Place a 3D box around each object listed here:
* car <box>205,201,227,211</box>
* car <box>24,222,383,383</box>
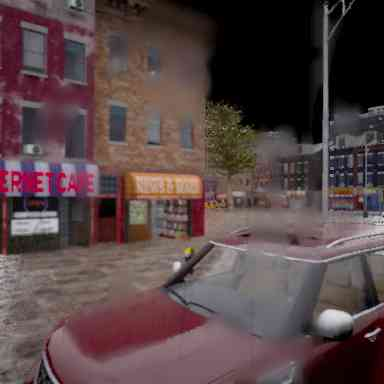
[{"bbox_3d":[3.652,2.301,55.073,1.882,1.535,5.008,0,-2,-35],"label":"car"},{"bbox_3d":[1.031,1.334,3.548,5.009,1.841,2.192,0,0,-35],"label":"car"}]
